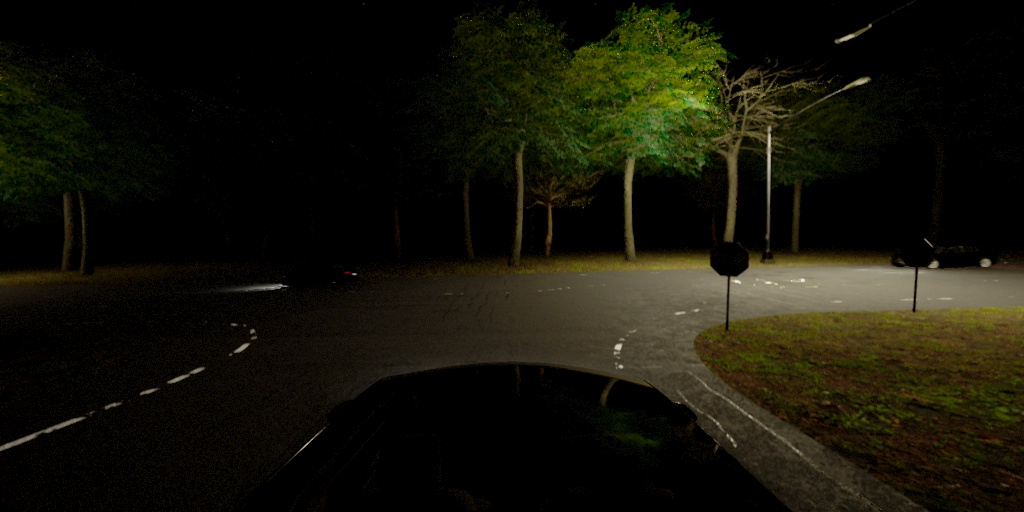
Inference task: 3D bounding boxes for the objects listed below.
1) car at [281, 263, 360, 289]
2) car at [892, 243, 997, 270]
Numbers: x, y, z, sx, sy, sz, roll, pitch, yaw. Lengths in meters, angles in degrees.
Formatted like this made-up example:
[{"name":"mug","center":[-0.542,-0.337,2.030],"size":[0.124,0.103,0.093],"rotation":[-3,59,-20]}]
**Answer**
[{"name":"car","center":[-11.570,1.133,21.789],"size":[4.181,1.385,1.994],"rotation":[-1,4,0]},{"name":"car","center":[26.296,0.021,21.907],"size":[5.008,1.535,1.882],"rotation":[-3,4,0]}]
